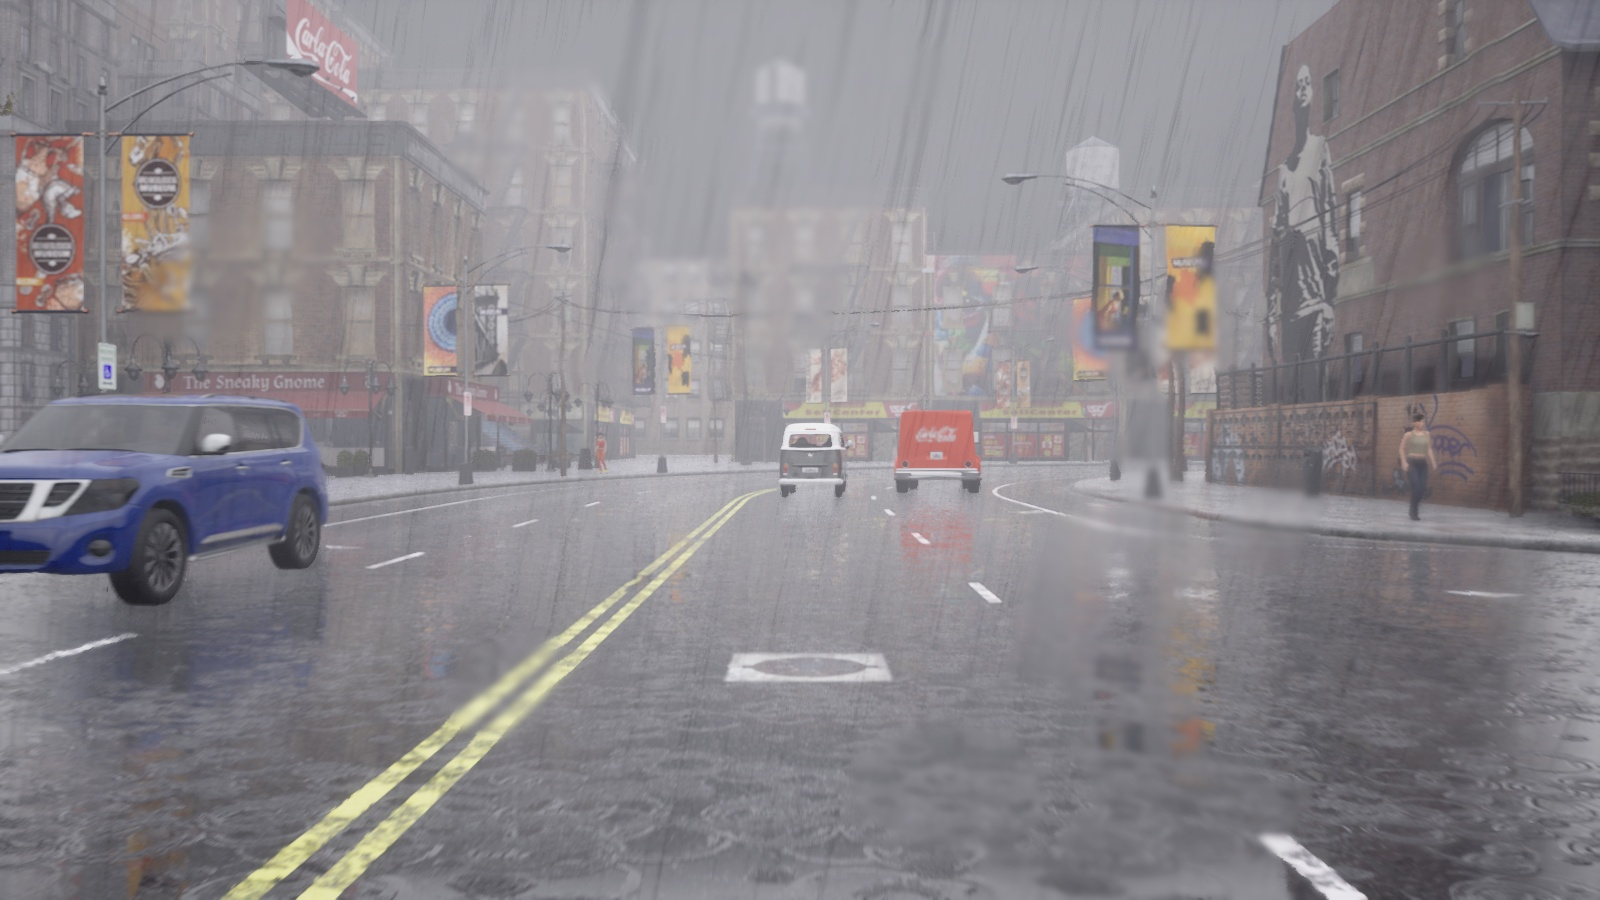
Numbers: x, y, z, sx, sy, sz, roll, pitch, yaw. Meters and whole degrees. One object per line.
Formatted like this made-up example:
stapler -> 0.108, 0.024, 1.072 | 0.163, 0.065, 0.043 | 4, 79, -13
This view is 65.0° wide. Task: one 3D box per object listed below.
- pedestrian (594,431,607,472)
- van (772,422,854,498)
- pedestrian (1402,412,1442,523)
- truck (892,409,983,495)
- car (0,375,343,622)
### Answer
pedestrian -> -8.915, 0.080, 56.136 | 0.345, 1.836, 0.594 | 0, 0, 17
van -> 0.440, 0.267, 35.992 | 2.069, 2.038, 4.480 | 0, 0, 4
pedestrian -> 10.418, 0.293, 21.059 | 0.345, 1.836, 0.594 | 0, 0, -4
truck -> 4.340, 0.044, 38.998 | 2.627, 2.467, 5.204 | 0, 0, 8
car -> -6.908, 0.385, 13.200 | 2.150, 2.045, 5.566 | 0, 0, 0
